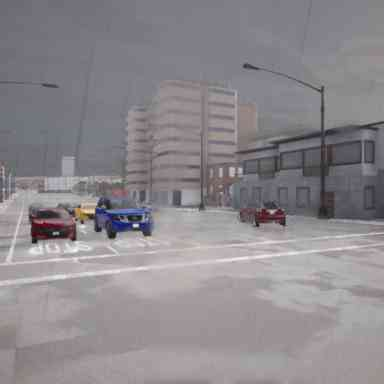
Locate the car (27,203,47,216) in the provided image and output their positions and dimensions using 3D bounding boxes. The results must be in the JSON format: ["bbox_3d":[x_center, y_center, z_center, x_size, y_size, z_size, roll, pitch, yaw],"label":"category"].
[{"bbox_3d":[-18.883,2.084,40.416,2.033,1.411,5.357,0,-1,-26],"label":"car"}]

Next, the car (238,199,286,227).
[{"bbox_3d":[4.781,1.379,23.274,2.097,1.767,4.553,-1,0,-8],"label":"car"}]

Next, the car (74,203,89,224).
[{"bbox_3d":[-8.371,1.671,27.165,1.882,1.535,5.008,0,-1,-26],"label":"car"}]

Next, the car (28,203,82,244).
[{"bbox_3d":[-6.955,1.532,16.516,1.882,1.535,5.008,0,-1,-27],"label":"car"}]

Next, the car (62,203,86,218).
[{"bbox_3d":[-12.853,1.962,36.151,1.994,1.385,4.181,0,-1,-26],"label":"car"}]

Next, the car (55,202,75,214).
[{"bbox_3d":[-17.301,2.143,45.124,2.033,1.411,5.357,0,-1,-26],"label":"car"}]

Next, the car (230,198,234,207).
[{"bbox_3d":[7.742,1.643,53.245,1.970,1.475,3.806,0,-1,-26],"label":"car"}]

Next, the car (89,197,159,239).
[{"bbox_3d":[-3.905,1.273,18.240,2.150,2.045,5.566,0,-1,-27],"label":"car"}]

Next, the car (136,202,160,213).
[{"bbox_3d":[-6.244,2.119,46.682,1.895,1.301,4.718,0,-1,-26],"label":"car"}]
